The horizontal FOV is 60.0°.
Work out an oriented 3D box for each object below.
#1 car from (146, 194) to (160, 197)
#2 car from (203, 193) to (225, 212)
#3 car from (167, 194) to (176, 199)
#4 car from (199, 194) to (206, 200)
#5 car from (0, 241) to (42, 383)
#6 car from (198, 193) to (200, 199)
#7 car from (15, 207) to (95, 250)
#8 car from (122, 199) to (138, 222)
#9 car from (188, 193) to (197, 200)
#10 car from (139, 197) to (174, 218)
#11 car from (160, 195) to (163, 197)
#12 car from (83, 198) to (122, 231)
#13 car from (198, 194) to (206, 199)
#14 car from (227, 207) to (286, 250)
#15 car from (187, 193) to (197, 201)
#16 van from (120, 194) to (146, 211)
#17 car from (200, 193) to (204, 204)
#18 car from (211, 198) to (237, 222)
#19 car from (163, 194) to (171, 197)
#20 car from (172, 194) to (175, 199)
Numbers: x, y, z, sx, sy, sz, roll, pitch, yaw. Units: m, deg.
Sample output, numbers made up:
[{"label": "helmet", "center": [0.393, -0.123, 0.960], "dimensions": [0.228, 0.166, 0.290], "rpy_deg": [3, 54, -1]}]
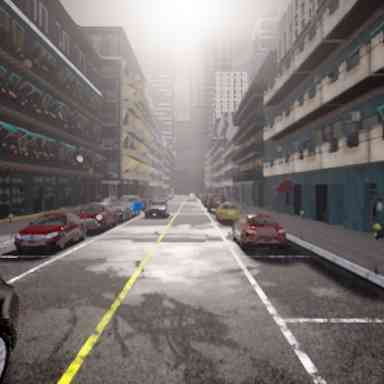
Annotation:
[{"label": "car", "center": [-5.685, 1.143, 41.863], "dimensions": [2.192, 1.841, 5.009], "rpy_deg": [-1, 0, 0]}, {"label": "car", "center": [2.684, 1.166, 36.231], "dimensions": [2.192, 1.841, 5.009], "rpy_deg": [-1, 0, 0]}, {"label": "car", "center": [-5.681, 1.177, 92.282], "dimensions": [2.008, 1.369, 4.403], "rpy_deg": [-1, 0, 0]}, {"label": "car", "center": [2.697, 1.174, 86.819], "dimensions": [1.752, 1.417, 4.829], "rpy_deg": [-1, 0, 0]}, {"label": "car", "center": [-3.089, 1.495, 2.275], "dimensions": [1.837, 1.490, 4.892], "rpy_deg": [0, 0, 0]}, {"label": "car", "center": [2.689, 1.076, 58.639], "dimensions": [2.192, 1.841, 5.009], "rpy_deg": [-1, 0, 0]}, {"label": "car", "center": [-5.663, 1.524, 13.854], "dimensions": [1.802, 1.307, 4.206], "rpy_deg": [-1, 0, 0]}, {"label": "car", "center": [-5.662, 1.447, 25.058], "dimensions": [2.008, 1.369, 4.403], "rpy_deg": [-1, 0, 0]}, {"label": "car", "center": [0.017, 1.099, 80.467], "dimensions": [2.128, 1.511, 4.902], "rpy_deg": [0, 0, 0]}, {"label": "car", "center": [-2.999, 1.426, 29.451], "dimensions": [2.033, 1.411, 5.357], "rpy_deg": [0, 0, 0]}, {"label": "car", "center": [-5.698, 1.356, 47.466], "dimensions": [2.008, 1.369, 4.403], "rpy_deg": [-1, 0, 0]}, {"label": "car", "center": [-5.664, 1.359, 19.455], "dimensions": [1.967, 1.590, 4.097], "rpy_deg": [-1, 0, 0]}, {"label": "car", "center": [2.699, 1.193, 92.252], "dimensions": [1.947, 1.339, 4.313], "rpy_deg": [-1, 0, 0]}, {"label": "car", "center": [2.684, 1.525, 13.824], "dimensions": [1.802, 1.307, 4.206], "rpy_deg": [-1, 0, 0]}, {"label": "car", "center": [0.014, 1.224, 70.427], "dimensions": [1.812, 1.442, 4.674], "rpy_deg": [0, 0, 0]}, {"label": "van", "center": [-5.663, 1.215, 30.659], "dimensions": [1.690, 1.788, 3.998], "rpy_deg": [-1, 0, 0]}, {"label": "car", "center": [2.686, 1.121, 47.435], "dimensions": [2.192, 1.841, 5.009], "rpy_deg": [-1, 0, 0]}, {"label": "car", "center": [2.685, 1.422, 25.198], "dimensions": [1.752, 1.417, 4.829], "rpy_deg": [-1, 0, 0]}, {"label": "car", "center": [-5.687, 1.320, 64.272], "dimensions": [1.802, 1.307, 4.206], "rpy_deg": [-1, 0, 0]}, {"label": "car", "center": [-5.684, 1.221, 81.078], "dimensions": [2.008, 1.369, 4.403], "rpy_deg": [-1, 0, 0]}]
